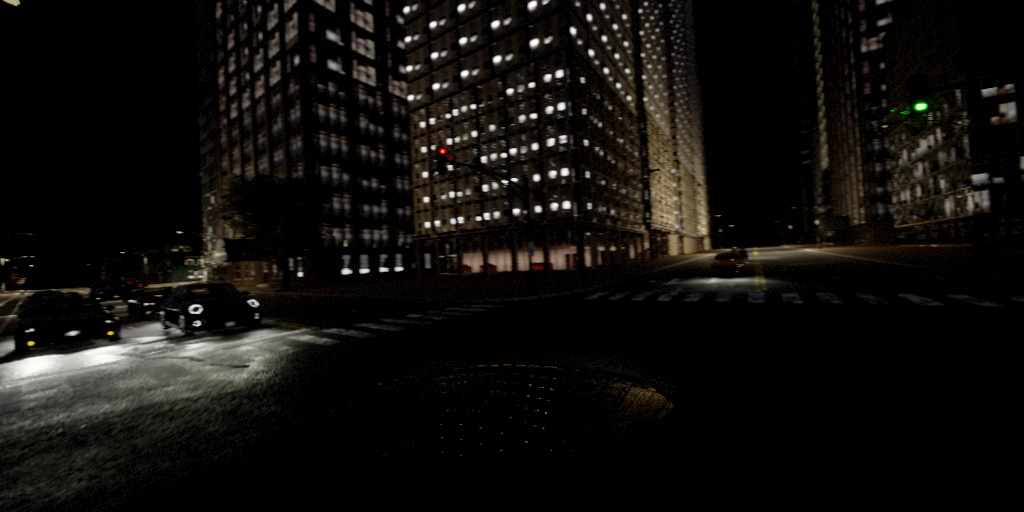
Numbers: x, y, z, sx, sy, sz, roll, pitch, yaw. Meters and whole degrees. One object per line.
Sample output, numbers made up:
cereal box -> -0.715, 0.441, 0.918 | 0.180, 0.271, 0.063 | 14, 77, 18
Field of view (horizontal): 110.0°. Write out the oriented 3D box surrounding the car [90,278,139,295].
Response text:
car -> -33.520, 2.988, 30.022 | 5.566, 2.045, 2.150 | -4, -1, 37

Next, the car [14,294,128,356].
car -> -14.132, 2.120, 11.430 | 4.181, 1.385, 1.994 | -3, -1, 37

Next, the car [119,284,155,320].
car -> -18.488, 2.362, 18.746 | 4.902, 1.511, 2.128 | -3, -1, 37

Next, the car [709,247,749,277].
car -> 14.296, 0.477, 23.712 | 1.882, 1.535, 5.008 | -3, 0, 34

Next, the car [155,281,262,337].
car -> -11.189, 1.788, 13.284 | 4.553, 1.767, 2.097 | -3, -1, 37

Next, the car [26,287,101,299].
car -> -21.002, 2.455, 16.568 | 4.902, 1.511, 2.128 | -3, -1, 37
